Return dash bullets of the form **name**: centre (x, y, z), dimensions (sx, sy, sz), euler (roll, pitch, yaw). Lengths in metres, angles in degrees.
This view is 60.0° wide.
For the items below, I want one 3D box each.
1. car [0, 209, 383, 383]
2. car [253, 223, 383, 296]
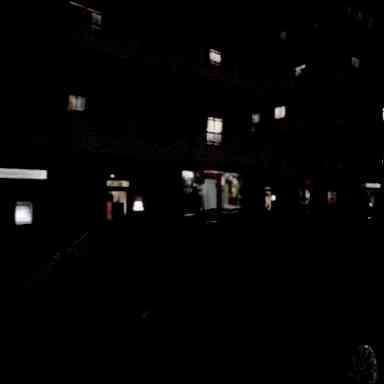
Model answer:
- **car**: centre (-0.187, 1.239, 3.244), dimensions (5.566, 2.045, 2.150), euler (1, 0, -36)
- **car**: centre (3.860, 1.674, 9.316), dimensions (4.206, 1.307, 1.802), euler (1, 0, -36)
